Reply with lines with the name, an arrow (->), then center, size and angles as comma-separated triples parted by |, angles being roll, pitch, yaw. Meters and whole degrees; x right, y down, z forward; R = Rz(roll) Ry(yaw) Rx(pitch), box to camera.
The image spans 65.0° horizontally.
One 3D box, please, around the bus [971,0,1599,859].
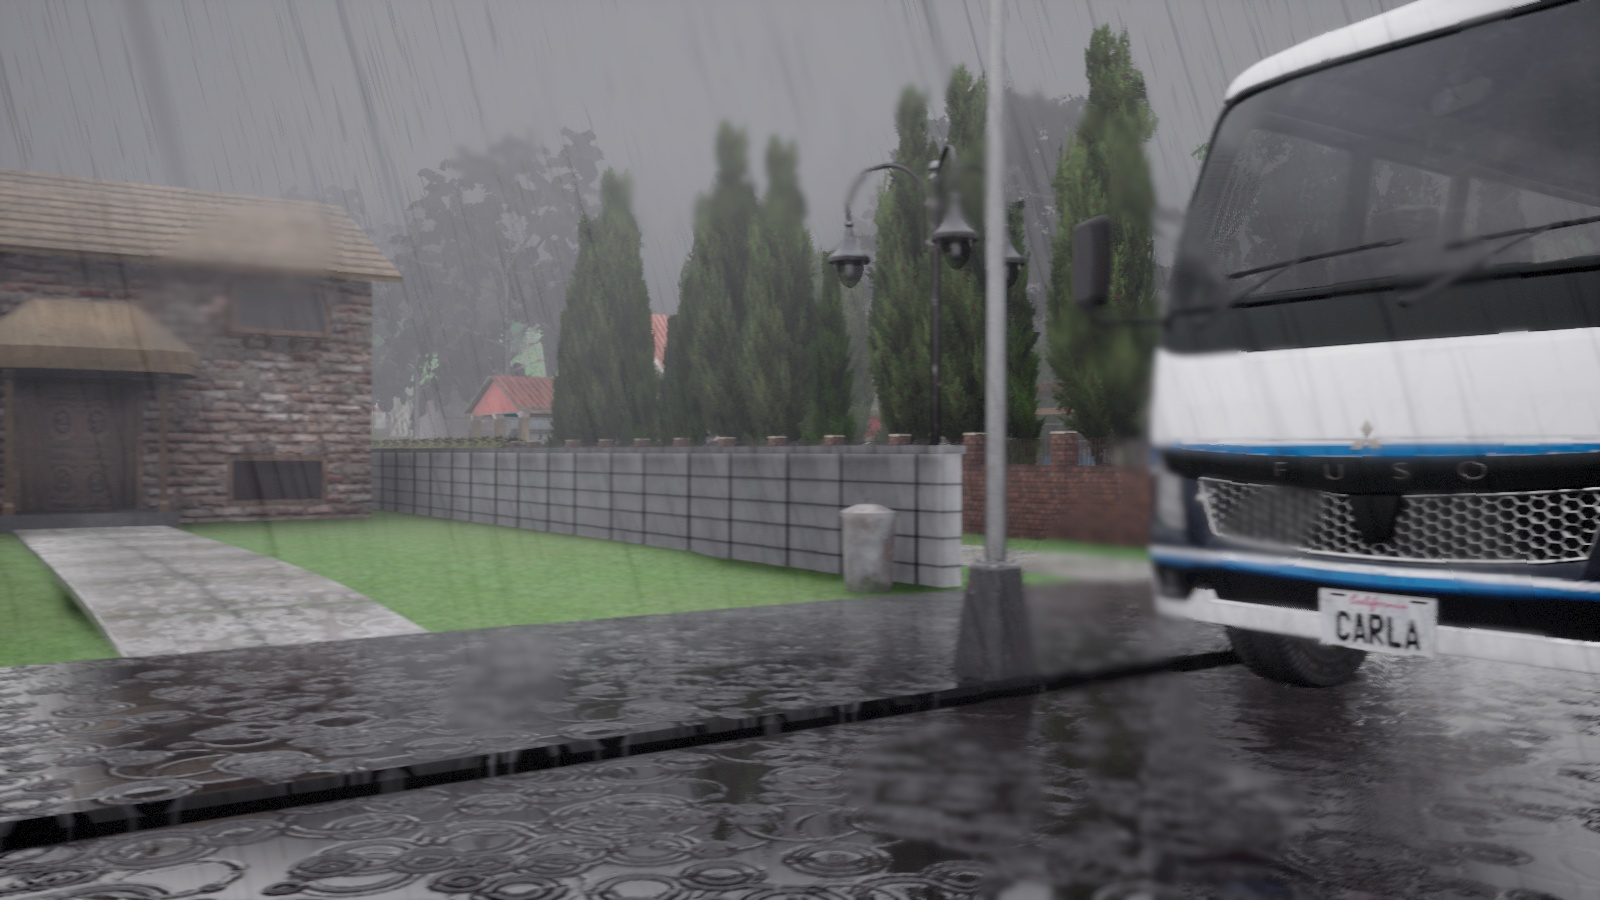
bus -> 6.343, -0.624, 8.684 | 10.273, 4.253, 3.944 | 0, 0, -35
